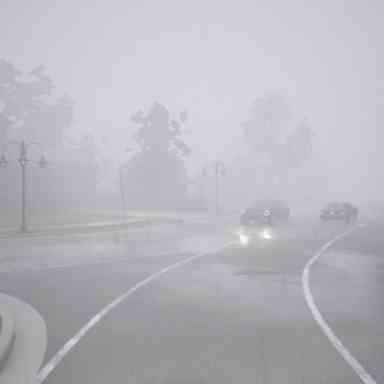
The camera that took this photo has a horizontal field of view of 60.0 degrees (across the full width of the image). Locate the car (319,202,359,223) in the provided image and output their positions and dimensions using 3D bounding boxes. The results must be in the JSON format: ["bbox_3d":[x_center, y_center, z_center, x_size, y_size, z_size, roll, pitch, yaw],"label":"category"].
[{"bbox_3d":[10.719,1.422,24.095,2.033,1.411,5.357,0,0,35],"label":"car"}]

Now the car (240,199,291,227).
[{"bbox_3d":[4.967,1.259,22.227,2.097,1.767,4.553,0,0,35],"label":"car"}]
